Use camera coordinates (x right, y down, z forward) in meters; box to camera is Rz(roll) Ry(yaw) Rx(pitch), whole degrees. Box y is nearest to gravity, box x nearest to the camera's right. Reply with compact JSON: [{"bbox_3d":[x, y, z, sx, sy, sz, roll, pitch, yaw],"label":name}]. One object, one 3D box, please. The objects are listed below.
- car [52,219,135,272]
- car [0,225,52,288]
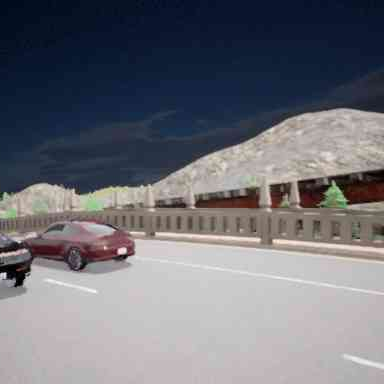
[{"bbox_3d":[-3.925,1.630,11.088,4.674,1.442,1.812,-2,-1,35],"label":"car"},{"bbox_3d":[-5.904,1.595,8.201,4.902,1.511,2.128,-2,-1,35],"label":"car"}]
